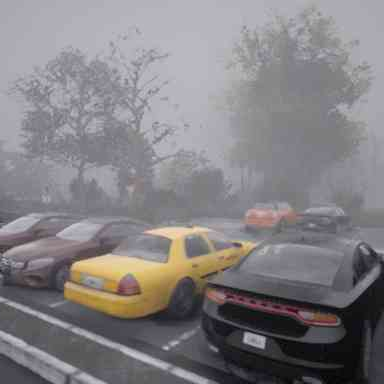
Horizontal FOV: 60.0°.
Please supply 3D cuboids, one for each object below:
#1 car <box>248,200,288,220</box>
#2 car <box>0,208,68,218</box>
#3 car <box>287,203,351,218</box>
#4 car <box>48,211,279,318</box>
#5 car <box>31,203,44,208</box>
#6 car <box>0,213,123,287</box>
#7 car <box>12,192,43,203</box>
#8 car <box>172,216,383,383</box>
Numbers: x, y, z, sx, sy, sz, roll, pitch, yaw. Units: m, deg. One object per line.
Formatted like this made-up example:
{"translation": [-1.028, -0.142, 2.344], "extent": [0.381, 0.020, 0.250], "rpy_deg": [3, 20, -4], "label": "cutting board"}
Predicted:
{"translation": [4.809, 1.254, 19.065], "extent": [2.185, 1.767, 4.553], "rpy_deg": [1, 0, 36], "label": "car"}
{"translation": [-4.777, 1.397, 10.505], "extent": [2.002, 1.452, 4.674], "rpy_deg": [1, 0, 36], "label": "car"}
{"translation": [7.016, 1.402, 17.512], "extent": [2.097, 1.535, 5.008], "rpy_deg": [1, 0, 36], "label": "car"}
{"translation": [-0.080, 1.402, 7.356], "extent": [1.946, 1.575, 5.366], "rpy_deg": [1, 0, 36], "label": "car"}
{"translation": [-7.057, 1.363, 12.175], "extent": [2.163, 1.488, 4.792], "rpy_deg": [1, 0, 36], "label": "car"}
{"translation": [-2.482, 1.421, 8.856], "extent": [2.002, 1.452, 4.674], "rpy_deg": [1, 0, 36], "label": "car"}
{"translation": [-18.469, 1.164, 36.092], "extent": [2.185, 1.767, 4.553], "rpy_deg": [1, 0, 36], "label": "car"}
{"translation": [2.104, 1.428, 5.553], "extent": [2.097, 1.535, 5.008], "rpy_deg": [1, 0, 36], "label": "car"}
